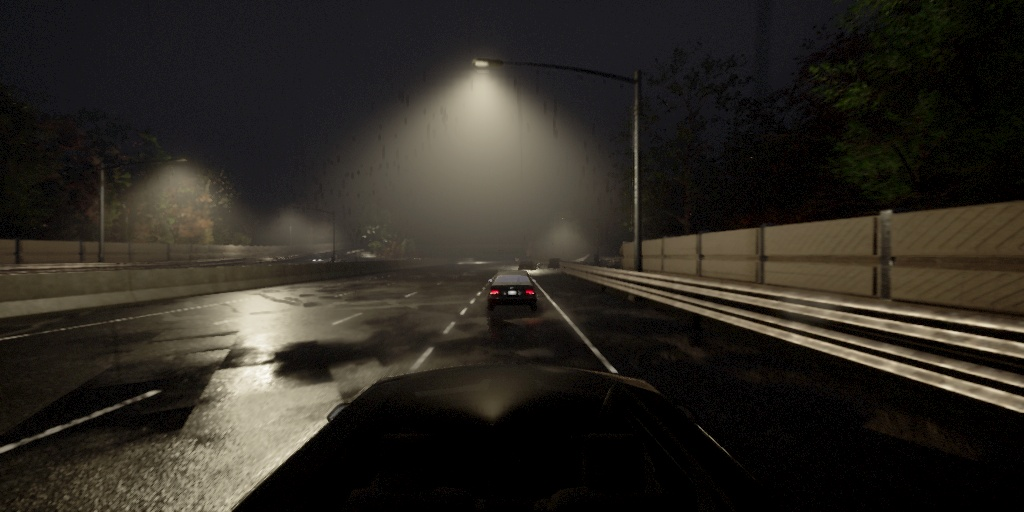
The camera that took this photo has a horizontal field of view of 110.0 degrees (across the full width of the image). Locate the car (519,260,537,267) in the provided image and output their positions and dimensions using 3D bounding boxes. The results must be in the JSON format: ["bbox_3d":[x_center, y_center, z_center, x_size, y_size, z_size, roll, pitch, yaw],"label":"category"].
[{"bbox_3d":[2.208,1.287,49.267,1.882,1.535,5.008,1,0,12],"label":"car"}]

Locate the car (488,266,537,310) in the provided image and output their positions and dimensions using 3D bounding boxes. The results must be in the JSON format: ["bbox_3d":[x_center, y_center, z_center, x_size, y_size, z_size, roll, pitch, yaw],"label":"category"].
[{"bbox_3d":[0.008,1.299,14.771,2.033,1.411,5.357,0,0,0],"label":"car"}]
